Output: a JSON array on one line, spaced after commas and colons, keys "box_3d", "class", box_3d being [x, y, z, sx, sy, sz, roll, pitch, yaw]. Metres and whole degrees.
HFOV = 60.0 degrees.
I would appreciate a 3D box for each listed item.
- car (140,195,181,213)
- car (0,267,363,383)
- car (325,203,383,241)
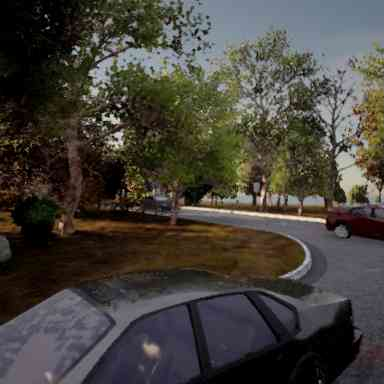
[{"box_3d": [-2.863, 1.003, 28.734, 1.812, 1.442, 4.674, 1, 0, -38], "class": "car"}, {"box_3d": [-0.473, 1.545, 3.094, 5.357, 1.411, 2.033, 0, 0, -37], "class": "car"}, {"box_3d": [7.973, 1.293, 13.504, 1.882, 1.535, 5.008, 0, 3, -36], "class": "car"}]
